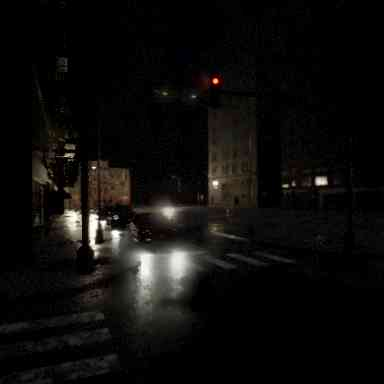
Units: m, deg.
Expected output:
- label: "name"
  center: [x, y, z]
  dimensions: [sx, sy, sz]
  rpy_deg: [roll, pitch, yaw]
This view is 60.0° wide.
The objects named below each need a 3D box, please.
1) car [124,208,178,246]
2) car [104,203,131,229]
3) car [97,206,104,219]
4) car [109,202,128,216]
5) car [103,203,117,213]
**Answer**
- label: "car"
  center: [-2.182, 1.838, 17.703]
  dimensions: [1.882, 1.535, 5.008]
  rpy_deg: [0, -1, -19]
- label: "car"
  center: [-5.634, 1.935, 27.034]
  dimensions: [2.097, 1.767, 4.553]
  rpy_deg: [0, -1, -20]
- label: "car"
  center: [-9.575, 2.404, 37.587]
  dimensions: [1.994, 1.385, 4.181]
  rpy_deg: [0, -1, -20]
- label: "car"
  center: [-10.558, 2.412, 47.731]
  dimensions: [2.097, 1.767, 4.553]
  rpy_deg: [0, -1, -20]
- label: "car"
  center: [-14.132, 2.775, 57.121]
  dimensions: [1.882, 1.535, 5.008]
  rpy_deg: [0, -1, -21]
